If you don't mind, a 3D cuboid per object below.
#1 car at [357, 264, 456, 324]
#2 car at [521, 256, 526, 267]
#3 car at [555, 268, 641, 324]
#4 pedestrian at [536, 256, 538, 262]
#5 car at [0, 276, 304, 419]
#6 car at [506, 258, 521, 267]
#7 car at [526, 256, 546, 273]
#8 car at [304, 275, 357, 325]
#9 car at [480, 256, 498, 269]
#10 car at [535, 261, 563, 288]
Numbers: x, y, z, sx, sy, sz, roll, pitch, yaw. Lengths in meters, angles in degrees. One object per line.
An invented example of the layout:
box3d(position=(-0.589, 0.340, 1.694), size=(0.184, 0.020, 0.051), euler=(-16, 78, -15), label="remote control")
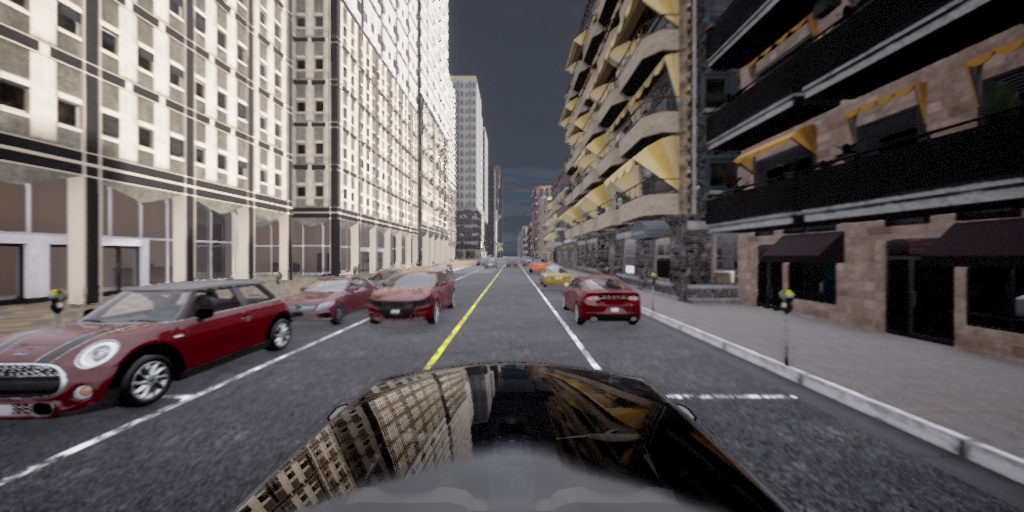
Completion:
box3d(position=(-3.092, 1.198, 12.004), size=(1.882, 1.535, 5.008), euler=(0, 0, 0), label="car")
box3d(position=(2.723, 1.181, 62.455), size=(1.802, 1.307, 4.207), euler=(0, 0, 0), label="car")
box3d(position=(2.697, 1.266, 11.618), size=(1.888, 1.381, 4.507), euler=(0, 0, 0), label="car")
box3d(position=(3.024, 0.932, 44.199), size=(0.375, 1.860, 0.375), euler=(0, 0, -2), label="pedestrian")
box3d(position=(-5.687, 1.178, 5.975), size=(1.967, 1.591, 4.097), euler=(0, 0, 0), label="car")
box3d(position=(0.055, 1.208, 58.510), size=(1.895, 1.301, 4.718), euler=(0, 0, 0), label="car")
box3d(position=(3.022, 0.996, 41.394), size=(2.097, 1.767, 4.553), euler=(0, 0, 0), label="car")
box3d(position=(-5.683, 1.304, 11.623), size=(1.802, 1.307, 4.207), euler=(0, 0, 0), label="car")
box3d(position=(-3.042, 1.112, 52.613), size=(2.128, 1.511, 4.902), euler=(0, 0, 0), label="car")
box3d(position=(2.703, 1.215, 23.086), size=(1.751, 1.417, 4.829), euler=(0, 0, 0), label="car")
